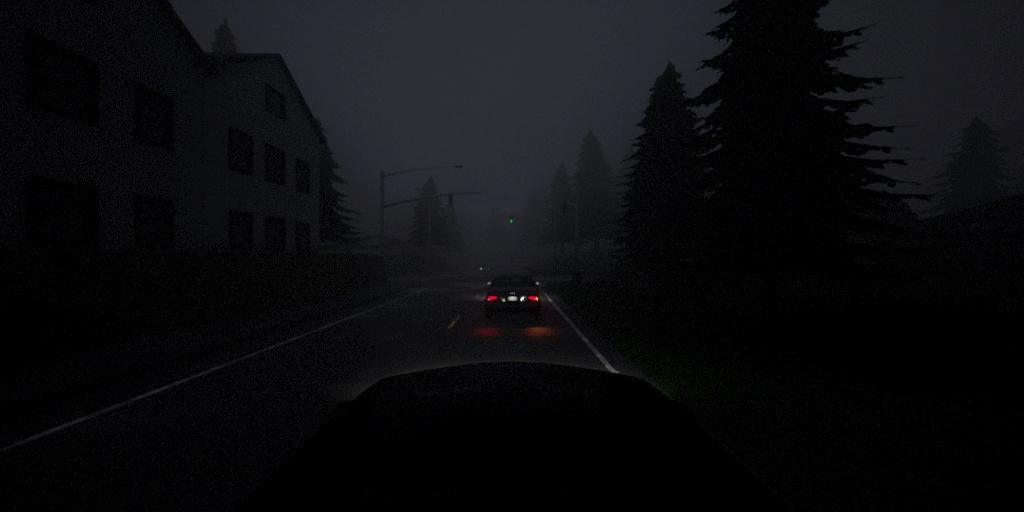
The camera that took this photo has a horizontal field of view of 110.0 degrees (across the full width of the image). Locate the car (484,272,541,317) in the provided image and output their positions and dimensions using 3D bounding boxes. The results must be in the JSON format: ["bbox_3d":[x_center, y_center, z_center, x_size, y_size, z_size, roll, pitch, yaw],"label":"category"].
[{"bbox_3d":[0.041,1.303,13.087,2.033,1.411,5.357,0,0,1],"label":"car"}]

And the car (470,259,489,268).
[{"bbox_3d":[-5.824,1.306,64.261,1.812,1.442,4.674,0,0,-34],"label":"car"}]
